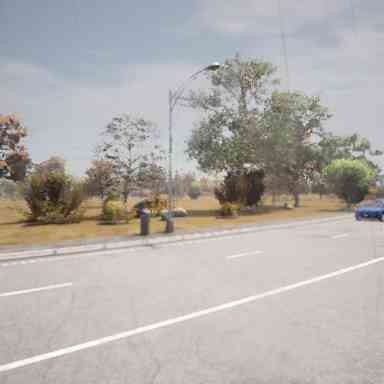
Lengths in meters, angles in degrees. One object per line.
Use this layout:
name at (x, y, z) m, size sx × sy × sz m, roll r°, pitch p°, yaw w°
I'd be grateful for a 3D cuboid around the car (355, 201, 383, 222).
car at (14.612, 1.459, 26.520) m, size 1.882 × 1.535 × 5.008 m, roll 0°, pitch 0°, yaw 43°
